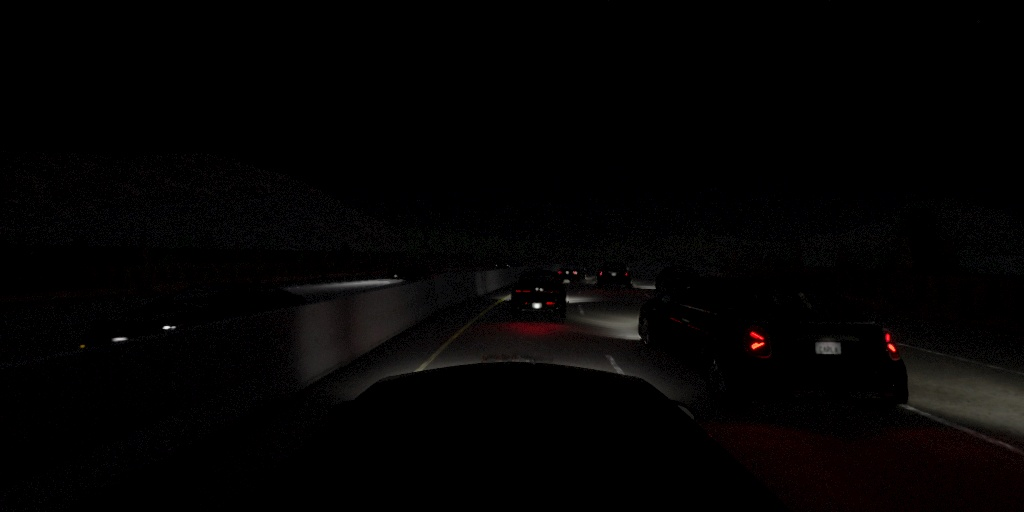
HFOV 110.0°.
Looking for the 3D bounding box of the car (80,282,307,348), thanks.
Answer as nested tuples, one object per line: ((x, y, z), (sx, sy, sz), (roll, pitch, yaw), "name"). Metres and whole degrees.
((-6.676, 1.300, 8.213), (1.994, 1.385, 4.181), (0, 0, 4), "car")

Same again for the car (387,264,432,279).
((-9.199, 1.389, 32.467), (1.895, 1.301, 4.718), (0, 0, 18), "car")

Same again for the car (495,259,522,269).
((-0.394, 1.215, 45.451), (2.097, 1.767, 4.553), (0, 0, 25), "car")

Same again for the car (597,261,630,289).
((6.967, 1.195, 24.732), (2.097, 1.767, 4.553), (0, 0, 14), "car")

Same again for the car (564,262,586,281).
((5.285, 1.396, 31.339), (2.033, 1.411, 5.357), (1, 0, 19), "car")

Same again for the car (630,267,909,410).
((3.896, 1.133, 6.431), (2.097, 1.767, 4.553), (0, 0, 3), "car")

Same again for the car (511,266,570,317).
((1.096, 1.291, 13.505), (1.837, 1.490, 4.892), (0, 0, 8), "car")

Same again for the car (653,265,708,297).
((9.517, 1.350, 20.661), (1.837, 1.490, 4.892), (0, 0, 13), "car")
